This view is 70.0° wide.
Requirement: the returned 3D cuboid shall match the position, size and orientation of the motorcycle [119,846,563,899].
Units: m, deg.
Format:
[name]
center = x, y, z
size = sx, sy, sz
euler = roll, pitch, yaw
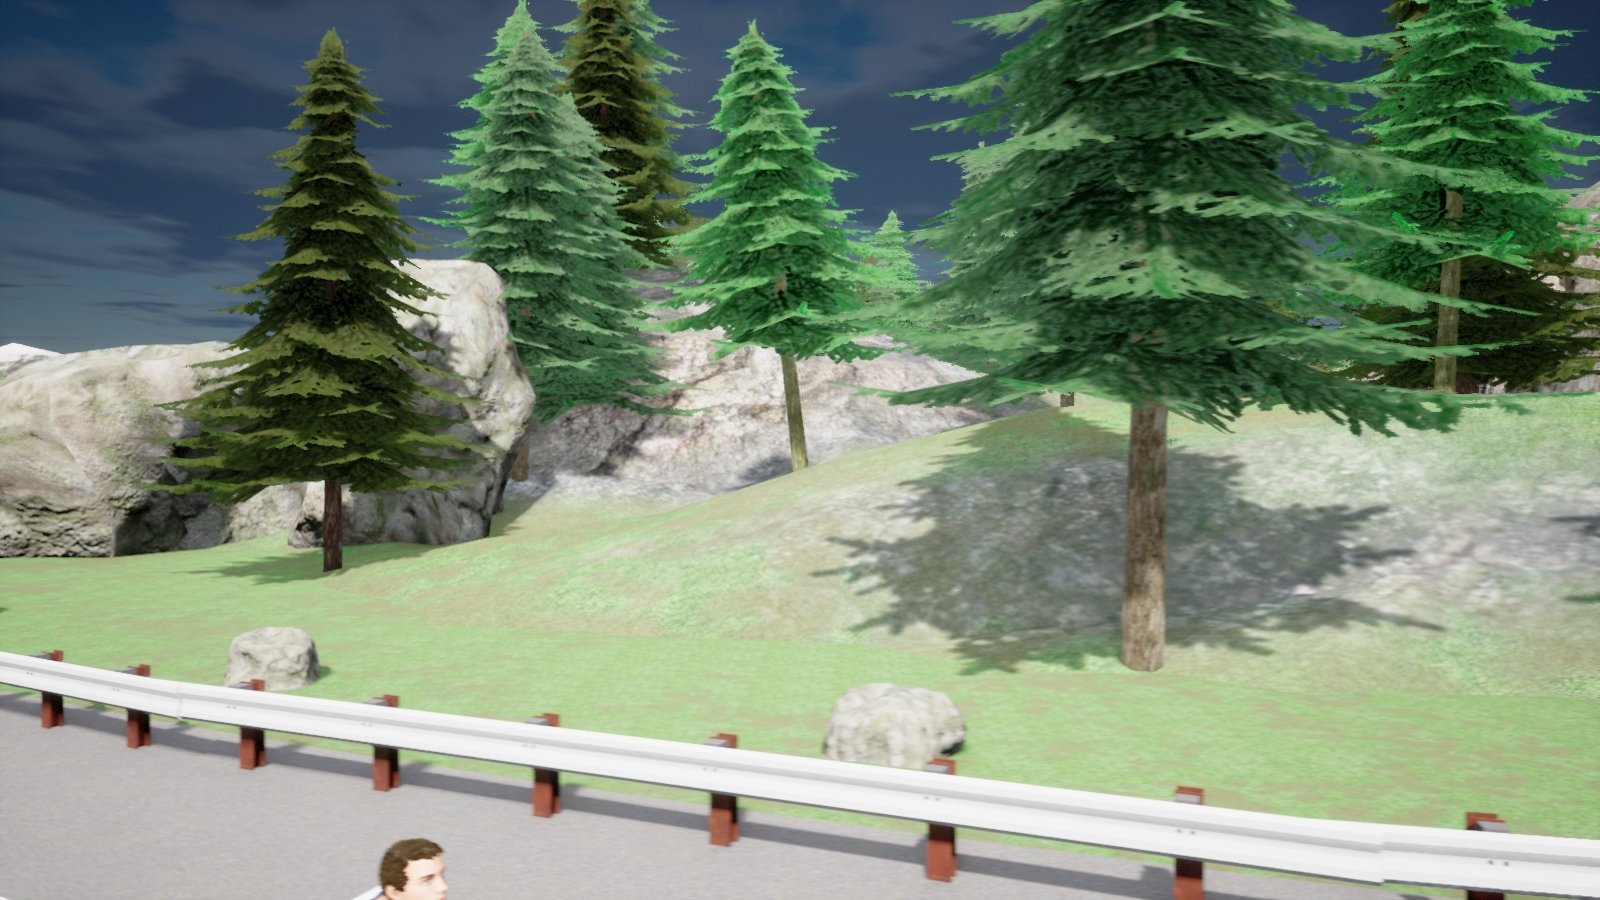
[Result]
[motorcycle]
center = -1.357, 2.176, 3.764
size = 2.033, 1.217, 0.803
euler = 0, 0, 22
